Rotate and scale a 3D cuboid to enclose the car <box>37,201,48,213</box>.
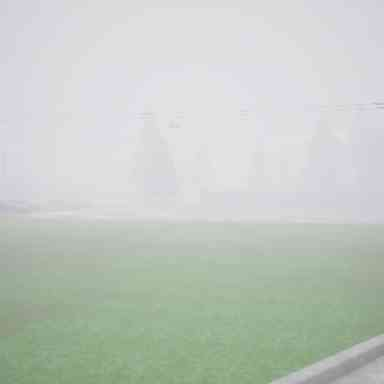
[{"bbox_3d":[-17.833,1.450,34.047,4.892,1.490,1.837,0,0,9],"label":"car"}]

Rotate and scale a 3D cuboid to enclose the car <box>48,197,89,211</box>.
[{"bbox_3d":[-15.687,1.439,40.788,5.008,1.535,1.882,0,0,9],"label":"car"}]

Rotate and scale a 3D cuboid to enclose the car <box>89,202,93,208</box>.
[{"bbox_3d":[-15.606,1.491,44.322,4.674,1.442,1.812,0,0,9],"label":"car"}]

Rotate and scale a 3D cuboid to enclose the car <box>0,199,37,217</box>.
[{"bbox_3d":[-17.310,1.420,30.414,5.008,1.535,1.882,0,0,9],"label":"car"}]
